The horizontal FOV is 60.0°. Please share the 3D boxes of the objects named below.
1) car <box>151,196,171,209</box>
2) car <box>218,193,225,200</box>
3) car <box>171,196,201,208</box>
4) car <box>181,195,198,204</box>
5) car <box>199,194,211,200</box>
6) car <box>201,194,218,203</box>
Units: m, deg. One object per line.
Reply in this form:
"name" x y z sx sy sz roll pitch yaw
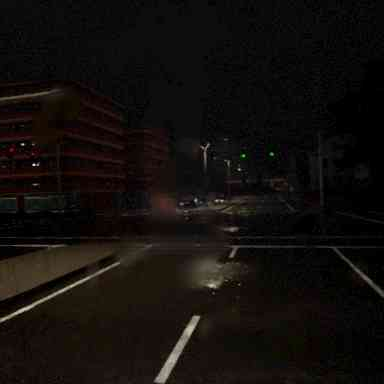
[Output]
"car" -4.085 1.374 46.675 2.097 1.767 4.553 -2 0 13
"car" 6.529 0.989 76.322 2.128 1.511 4.902 -2 0 13
"car" -0.746 1.392 45.589 2.128 1.511 4.902 -2 0 13
"car" -0.405 1.391 62.135 2.033 1.411 5.357 -2 0 14
"car" 3.092 1.187 76.971 1.895 1.301 4.718 -2 0 13
"car" 3.055 1.319 61.585 1.895 1.301 4.718 -2 0 14
